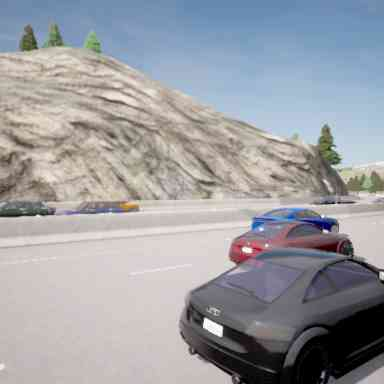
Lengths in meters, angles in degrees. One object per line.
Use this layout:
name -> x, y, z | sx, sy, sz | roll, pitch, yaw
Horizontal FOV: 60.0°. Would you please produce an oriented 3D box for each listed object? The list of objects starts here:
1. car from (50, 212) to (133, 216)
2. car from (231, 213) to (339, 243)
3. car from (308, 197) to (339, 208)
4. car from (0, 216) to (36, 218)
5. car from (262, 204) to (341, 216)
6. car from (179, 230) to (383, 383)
car -> -6.433, 1.352, 20.899 | 4.553, 1.767, 2.097 | 0, 0, -35
car -> 3.147, 1.563, 10.292 | 4.181, 1.385, 1.994 | 0, 0, -35
car -> 19.621, 1.544, 49.336 | 5.357, 1.411, 2.033 | 0, 0, -41
car -> -11.572, 1.352, 21.532 | 4.553, 1.767, 2.097 | 0, 0, -35
car -> 5.036, 1.477, 15.936 | 5.008, 1.535, 1.882 | 0, 0, -35
car -> 1.880, 1.564, 5.088 | 4.181, 1.385, 1.994 | 0, 0, -35
